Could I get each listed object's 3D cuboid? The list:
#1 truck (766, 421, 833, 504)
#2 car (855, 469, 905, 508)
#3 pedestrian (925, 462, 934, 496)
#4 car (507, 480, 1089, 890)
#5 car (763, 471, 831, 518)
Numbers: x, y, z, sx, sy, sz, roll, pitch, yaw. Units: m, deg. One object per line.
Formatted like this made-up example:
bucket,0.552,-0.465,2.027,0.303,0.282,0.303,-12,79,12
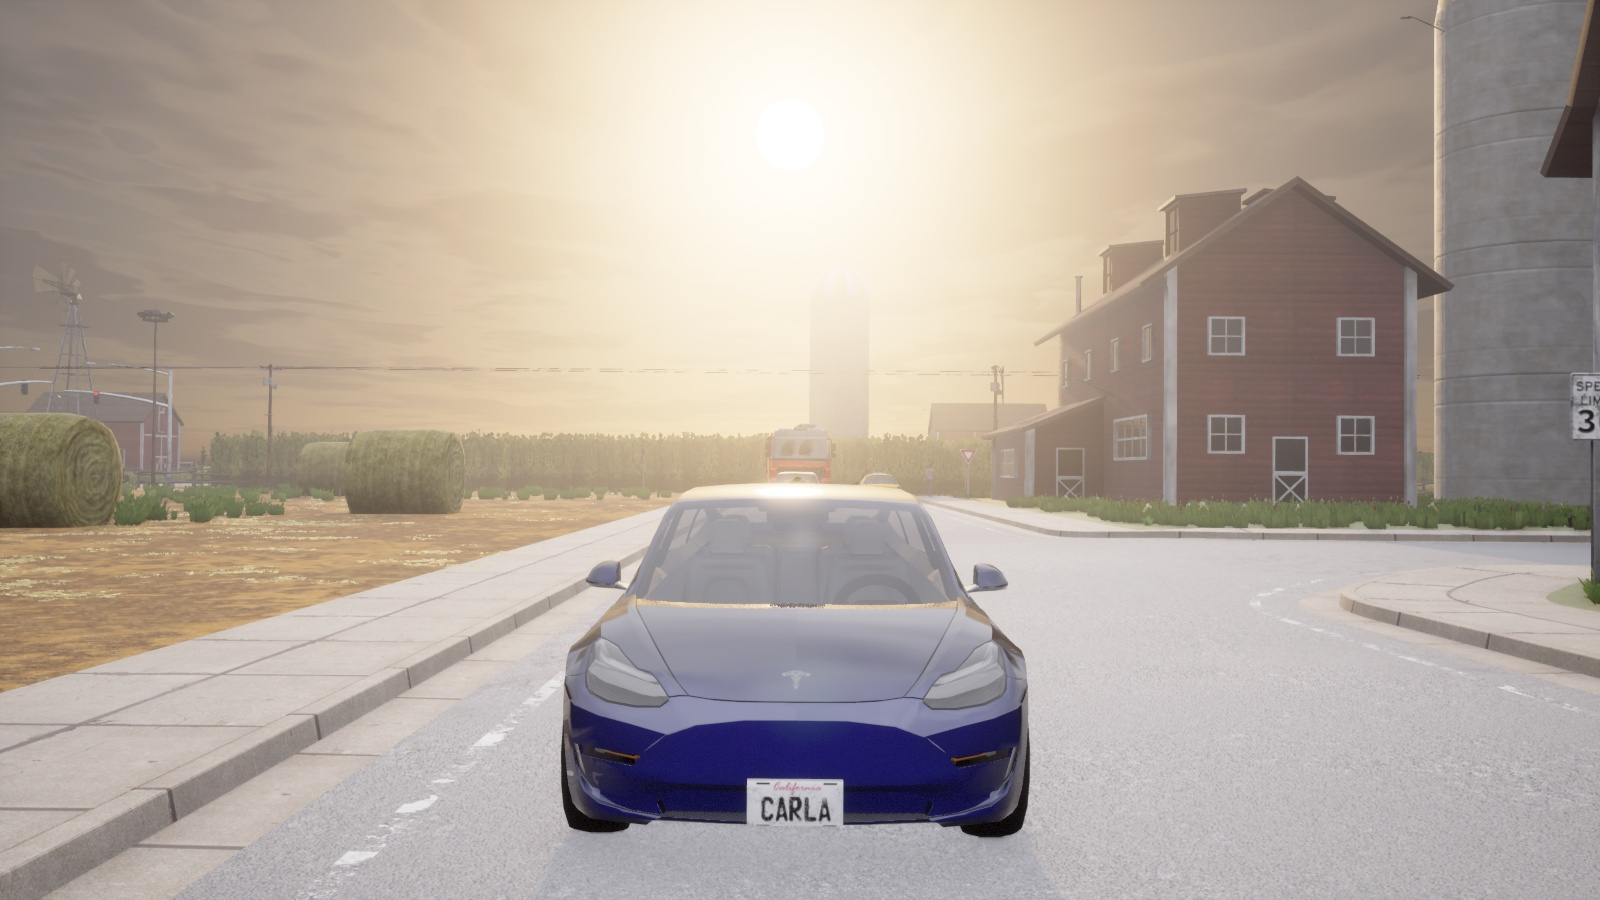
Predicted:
truck,-0.141,0.647,62.248,2.891,3.827,8.468,0,-1,-3
car,3.376,1.618,53.829,1.801,1.575,5.366,0,-1,0
pedestrian,7.115,1.584,68.906,0.354,1.836,0.706,0,-1,-7
car,-0.011,0.931,7.078,2.163,1.488,4.792,0,-1,0
car,-0.095,1.447,42.121,2.128,1.511,4.902,0,-1,0
